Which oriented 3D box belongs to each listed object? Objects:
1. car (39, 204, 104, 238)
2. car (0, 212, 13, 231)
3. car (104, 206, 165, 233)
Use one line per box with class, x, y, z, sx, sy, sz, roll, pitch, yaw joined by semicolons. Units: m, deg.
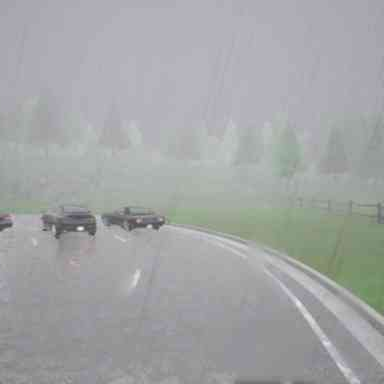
car;-6.344;1.354;16.820;1.837;1.490;4.892;2;-1;-35
car;-11.696;1.371;17.526;5.357;1.411;2.033;0;0;32
car;-3.479;1.446;18.870;1.895;1.301;4.718;0;0;-36
